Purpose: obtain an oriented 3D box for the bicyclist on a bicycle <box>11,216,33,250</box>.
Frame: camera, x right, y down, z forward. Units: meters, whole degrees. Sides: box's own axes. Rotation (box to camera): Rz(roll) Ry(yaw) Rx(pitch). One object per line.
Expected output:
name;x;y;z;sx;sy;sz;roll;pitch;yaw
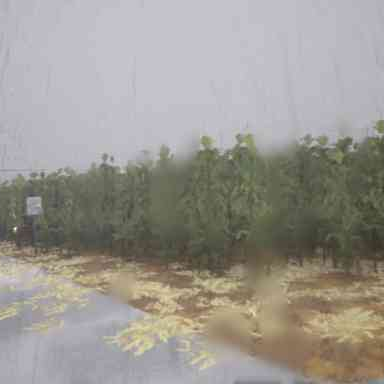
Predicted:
bicyclist on a bicycle;-7.908;1.965;16.118;1.656;1.620;0.582;-3;-1;-42
